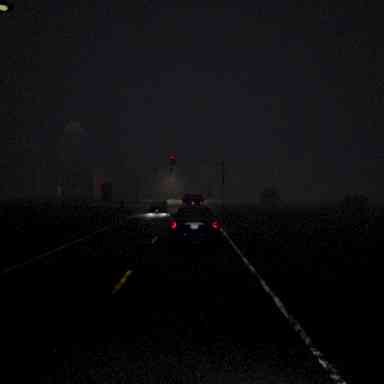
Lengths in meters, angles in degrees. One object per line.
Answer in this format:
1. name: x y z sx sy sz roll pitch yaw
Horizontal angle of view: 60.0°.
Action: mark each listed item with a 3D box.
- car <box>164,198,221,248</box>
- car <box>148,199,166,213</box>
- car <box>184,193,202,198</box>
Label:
1. car: 0.097 1.338 14.821 2.097 1.767 4.553 0 0 0
2. car: -3.515 1.503 36.140 2.033 1.411 5.357 0 0 0
3. car: 0.093 1.176 32.241 2.150 2.045 5.566 0 -1 0
